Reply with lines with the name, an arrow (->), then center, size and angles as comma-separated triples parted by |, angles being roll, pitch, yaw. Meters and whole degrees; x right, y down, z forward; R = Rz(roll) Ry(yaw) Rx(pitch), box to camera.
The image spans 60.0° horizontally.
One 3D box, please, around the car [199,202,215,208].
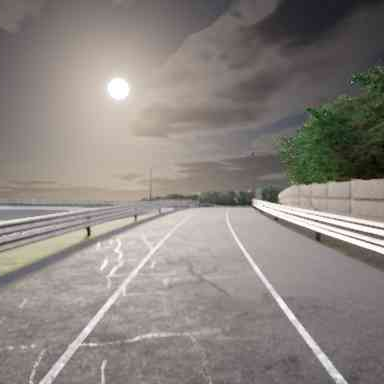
car -> 3.615, 3.317, 81.733 | 2.128, 1.511, 4.902 | -3, -5, 42
